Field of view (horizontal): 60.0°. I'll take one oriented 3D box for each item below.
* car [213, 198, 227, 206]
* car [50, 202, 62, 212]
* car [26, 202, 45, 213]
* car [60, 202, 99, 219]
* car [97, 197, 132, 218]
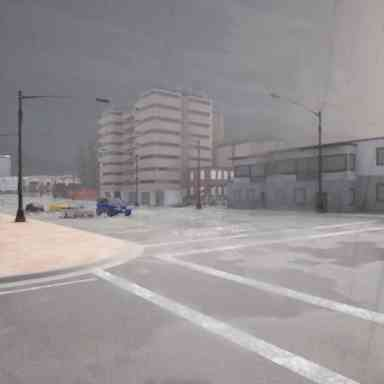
[{"bbox_3d":[5.669,1.764,60.150,1.970,1.475,3.806,0,-1,-37],"label":"car"},{"bbox_3d":[-20.796,2.276,52.116,1.882,1.535,5.008,0,-1,-37],"label":"car"},{"bbox_3d":[-23.698,2.285,50.156,1.882,1.535,5.008,0,-1,-37],"label":"car"},{"bbox_3d":[-11.546,1.990,33.831,1.895,1.301,4.718,0,-1,-37],"label":"car"},{"bbox_3d":[-8.479,1.597,35.575,2.150,2.045,5.566,0,-1,-37],"label":"car"}]
